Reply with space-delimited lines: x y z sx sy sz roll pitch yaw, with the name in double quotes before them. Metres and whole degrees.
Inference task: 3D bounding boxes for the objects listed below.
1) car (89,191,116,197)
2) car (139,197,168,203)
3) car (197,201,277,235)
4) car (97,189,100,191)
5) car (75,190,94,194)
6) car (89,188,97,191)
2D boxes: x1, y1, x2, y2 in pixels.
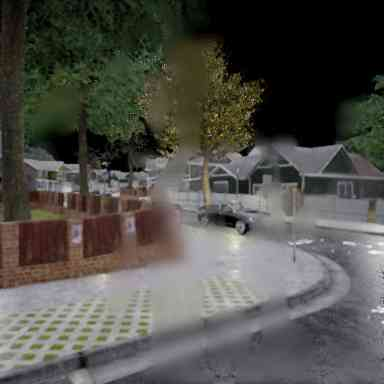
"car" -8.445 0.890 33.356 1.812 1.442 4.674 0 1 -33
"car" -2.934 1.093 25.047 1.812 1.442 4.674 0 1 -34
"car" 2.194 1.233 17.303 2.128 1.511 4.902 0 1 -34
"car" -18.484 0.031 62.088 2.128 1.511 4.902 0 2 -1
"car" -14.016 0.687 41.809 1.994 1.385 4.181 0 2 -33
"car" -16.496 0.366 51.997 1.837 1.490 4.892 0 2 -25
